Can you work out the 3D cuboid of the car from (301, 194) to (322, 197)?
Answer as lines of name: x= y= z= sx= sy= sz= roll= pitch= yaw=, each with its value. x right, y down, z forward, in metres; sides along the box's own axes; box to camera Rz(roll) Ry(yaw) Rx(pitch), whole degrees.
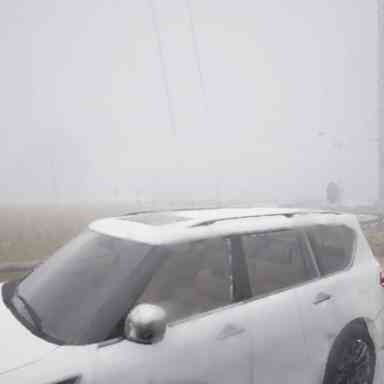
car: x=23.284 y=1.480 z=61.589 sx=2.242 sy=1.667 sz=4.611 roll=0 pitch=0 yaw=-36

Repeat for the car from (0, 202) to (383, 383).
car: x=-0.228 y=1.225 z=3.317 sx=5.566 sy=2.045 sz=2.150 roll=0 pitch=0 yaw=-35

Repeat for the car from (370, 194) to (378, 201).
car: x=42.829 y=1.309 z=75.869 sx=1.905 sy=1.878 sz=3.866 roll=0 pitch=0 yaw=-36

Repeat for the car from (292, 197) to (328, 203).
car: x=10.023 y=1.496 z=30.735 sx=2.128 sy=1.511 sz=4.902 roll=0 pitch=0 yaw=-28

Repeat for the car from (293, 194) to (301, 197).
car: x=26.782 y=1.308 z=80.560 sx=1.932 sy=1.855 sz=4.605 roll=0 pitch=0 yaw=-36
